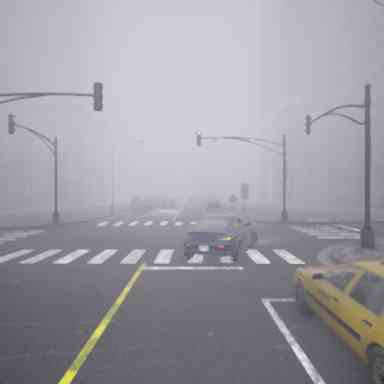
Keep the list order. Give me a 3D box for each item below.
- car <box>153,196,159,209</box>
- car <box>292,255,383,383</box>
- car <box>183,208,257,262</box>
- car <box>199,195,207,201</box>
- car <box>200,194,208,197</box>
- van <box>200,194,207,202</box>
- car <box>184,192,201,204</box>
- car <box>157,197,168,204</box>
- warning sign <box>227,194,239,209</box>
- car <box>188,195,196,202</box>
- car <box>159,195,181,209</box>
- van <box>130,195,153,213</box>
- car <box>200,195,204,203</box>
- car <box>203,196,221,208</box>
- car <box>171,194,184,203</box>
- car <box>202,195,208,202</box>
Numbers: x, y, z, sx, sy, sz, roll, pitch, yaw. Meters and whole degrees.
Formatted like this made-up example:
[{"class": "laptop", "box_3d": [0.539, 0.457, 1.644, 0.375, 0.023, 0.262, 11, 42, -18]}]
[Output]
[{"class": "car", "box_3d": [-5.770, 1.553, 42.610, 1.887, 1.381, 4.507, 0, 0, 0]}, {"class": "car", "box_3d": [2.768, 1.525, 4.666, 1.752, 1.417, 4.829, 0, 0, 0]}, {"class": "car", "box_3d": [1.112, 1.525, 12.199, 1.812, 1.442, 4.674, 0, 0, 19]}, {"class": "car", "box_3d": [2.784, 1.592, 86.793, 2.008, 1.369, 4.403, 0, 0, 0]}, {"class": "car", "box_3d": [2.785, 1.546, 59.336, 1.752, 1.417, 4.829, 0, 0, 0]}, {"class": "van", "box_3d": [2.784, 1.378, 81.268, 1.690, 1.788, 3.998, 0, 0, 0]}, {"class": "car", "box_3d": [0.071, 1.375, 62.589, 2.097, 1.767, 4.553, 0, 0, 0]}, {"class": "car", "box_3d": [-5.762, 1.606, 64.709, 1.802, 1.307, 4.206, 0, 0, 0]}, {"class": "warning sign", "box_3d": [5.080, 1.123, 41.204, 1.300, 1.860, 1.060, 0, 0, 0]}, {"class": "car", "box_3d": [0.015, 1.404, 72.304, 1.812, 1.442, 4.674, 0, 0, 0]}, {"class": "car", "box_3d": [-3.077, 1.501, 45.416, 2.128, 1.511, 4.902, 0, 0, 0]}, {"class": "van", "box_3d": [-5.772, 1.347, 37.084, 1.690, 1.788, 3.998, 0, 0, 0]}, {"class": "car", "box_3d": [2.785, 1.561, 53.640, 1.887, 1.381, 4.507, 0, 0, 0]}, {"class": "car", "box_3d": [2.785, 1.553, 42.590, 1.887, 1.381, 4.507, 0, 0, 0]}, {"class": "car", "box_3d": [-2.991, 1.552, 64.744, 1.812, 1.442, 4.674, 0, 0, 0]}, {"class": "car", "box_3d": [2.785, 1.557, 48.115, 1.887, 1.381, 4.507, 0, 0, 0]}]
